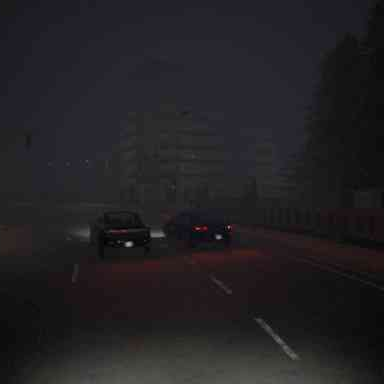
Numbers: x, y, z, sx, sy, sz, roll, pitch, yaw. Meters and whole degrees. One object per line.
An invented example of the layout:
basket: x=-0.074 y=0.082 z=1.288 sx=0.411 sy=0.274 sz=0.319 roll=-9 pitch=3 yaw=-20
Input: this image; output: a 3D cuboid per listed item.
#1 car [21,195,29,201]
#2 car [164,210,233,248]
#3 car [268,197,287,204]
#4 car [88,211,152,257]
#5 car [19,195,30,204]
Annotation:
car: x=-41.999 y=1.384 z=83.538 sx=1.812 sy=1.442 sz=4.674 roll=0 pitch=0 yaw=-27
car: x=0.174 y=1.519 z=14.778 sx=1.812 sy=1.442 sz=4.674 roll=0 pitch=0 yaw=-21
car: x=15.232 y=1.443 z=56.452 sx=4.892 sy=1.490 sz=1.837 roll=0 pitch=0 yaw=-27
car: x=-2.951 y=1.507 z=13.207 sx=2.128 sy=1.511 sz=4.902 roll=0 pitch=0 yaw=-21
car: x=-35.036 y=1.757 z=69.759 sx=1.994 sy=1.385 sz=4.181 roll=0 pitch=0 yaw=-27
